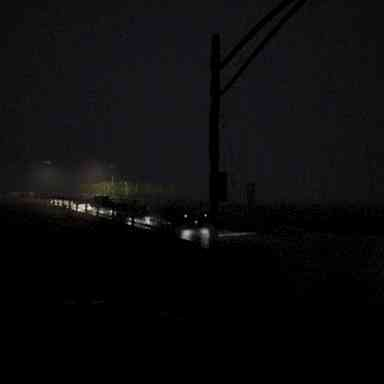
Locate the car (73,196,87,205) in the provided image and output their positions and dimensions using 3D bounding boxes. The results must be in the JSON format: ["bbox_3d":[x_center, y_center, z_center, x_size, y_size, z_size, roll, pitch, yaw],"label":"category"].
[{"bbox_3d":[-15.700,1.203,47.770,1.895,1.301,4.718,1,0,-30],"label":"car"}]

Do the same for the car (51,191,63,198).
[{"bbox_3d":[-35.533,0.716,88.425,1.837,1.490,4.892,1,0,-31],"label":"car"}]

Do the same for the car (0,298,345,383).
[{"bbox_3d":[-1.319,1.491,1.720,5.008,1.535,1.882,1,-1,-31],"label":"car"}]

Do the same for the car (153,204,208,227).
[{"bbox_3d":[-0.843,1.517,22.454,1.895,1.301,4.718,1,0,-30],"label":"car"}]

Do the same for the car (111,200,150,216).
[{"bbox_3d":[-5.488,1.417,30.341,1.895,1.301,4.718,1,0,-30],"label":"car"}]

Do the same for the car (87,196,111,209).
[{"bbox_3d":[-10.485,1.215,38.841,1.837,1.490,4.892,1,0,-30],"label":"car"}]
